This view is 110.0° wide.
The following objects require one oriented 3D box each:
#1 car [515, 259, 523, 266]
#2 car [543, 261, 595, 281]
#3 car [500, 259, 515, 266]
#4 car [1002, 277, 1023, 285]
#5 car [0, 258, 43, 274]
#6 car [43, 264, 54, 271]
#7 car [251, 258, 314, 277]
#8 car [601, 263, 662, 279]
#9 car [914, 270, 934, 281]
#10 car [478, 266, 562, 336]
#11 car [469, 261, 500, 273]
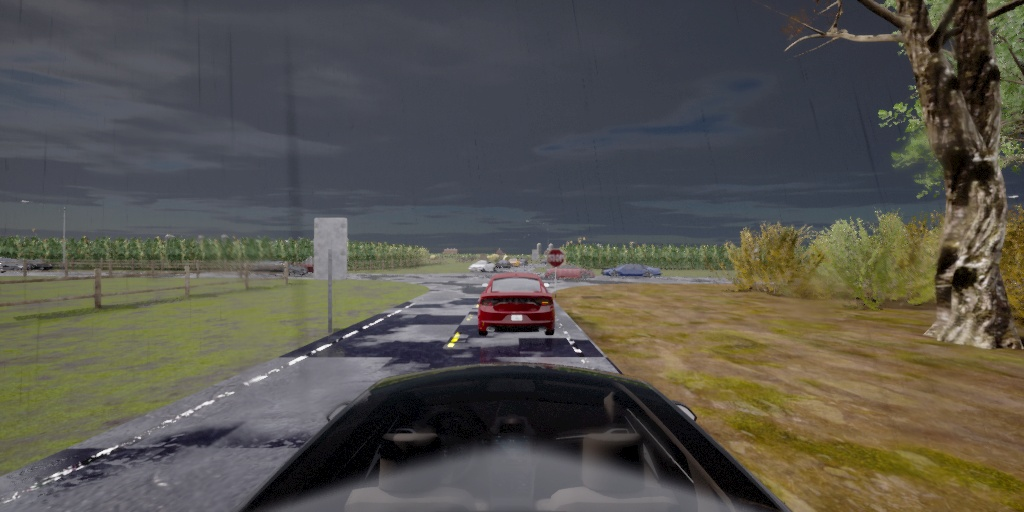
[{"bbox_3d":[0.224,1.258,64.645,1.882,1.535,5.008,0,0,10],"label":"car"},{"bbox_3d":[4.960,1.351,30.800,4.181,1.385,1.994,0,0,4],"label":"car"},{"bbox_3d":[-1.215,1.317,54.673,2.033,1.411,5.357,0,0,6],"label":"car"},{"bbox_3d":[36.897,1.509,27.743,4.674,1.442,1.812,0,0,7],"label":"car"},{"bbox_3d":[-48.106,0.904,33.758,4.902,1.511,2.128,0,0,4],"label":"car"},{"bbox_3d":[-51.426,0.995,37.628,4.718,1.301,1.895,0,0,4],"label":"car"},{"bbox_3d":[-20.958,1.136,32.407,4.674,1.442,1.812,0,0,3],"label":"car"},{"bbox_3d":[11.247,1.384,34.008,5.357,1.411,2.033,0,0,5],"label":"car"},{"bbox_3d":[38.293,1.352,31.294,4.553,1.767,2.097,0,0,7],"label":"car"},{"bbox_3d":[0.111,1.228,10.478,1.882,1.535,5.008,0,0,0],"label":"car"},{"bbox_3d":[-3.536,1.285,43.337,1.812,1.442,4.674,0,0,21],"label":"car"}]
